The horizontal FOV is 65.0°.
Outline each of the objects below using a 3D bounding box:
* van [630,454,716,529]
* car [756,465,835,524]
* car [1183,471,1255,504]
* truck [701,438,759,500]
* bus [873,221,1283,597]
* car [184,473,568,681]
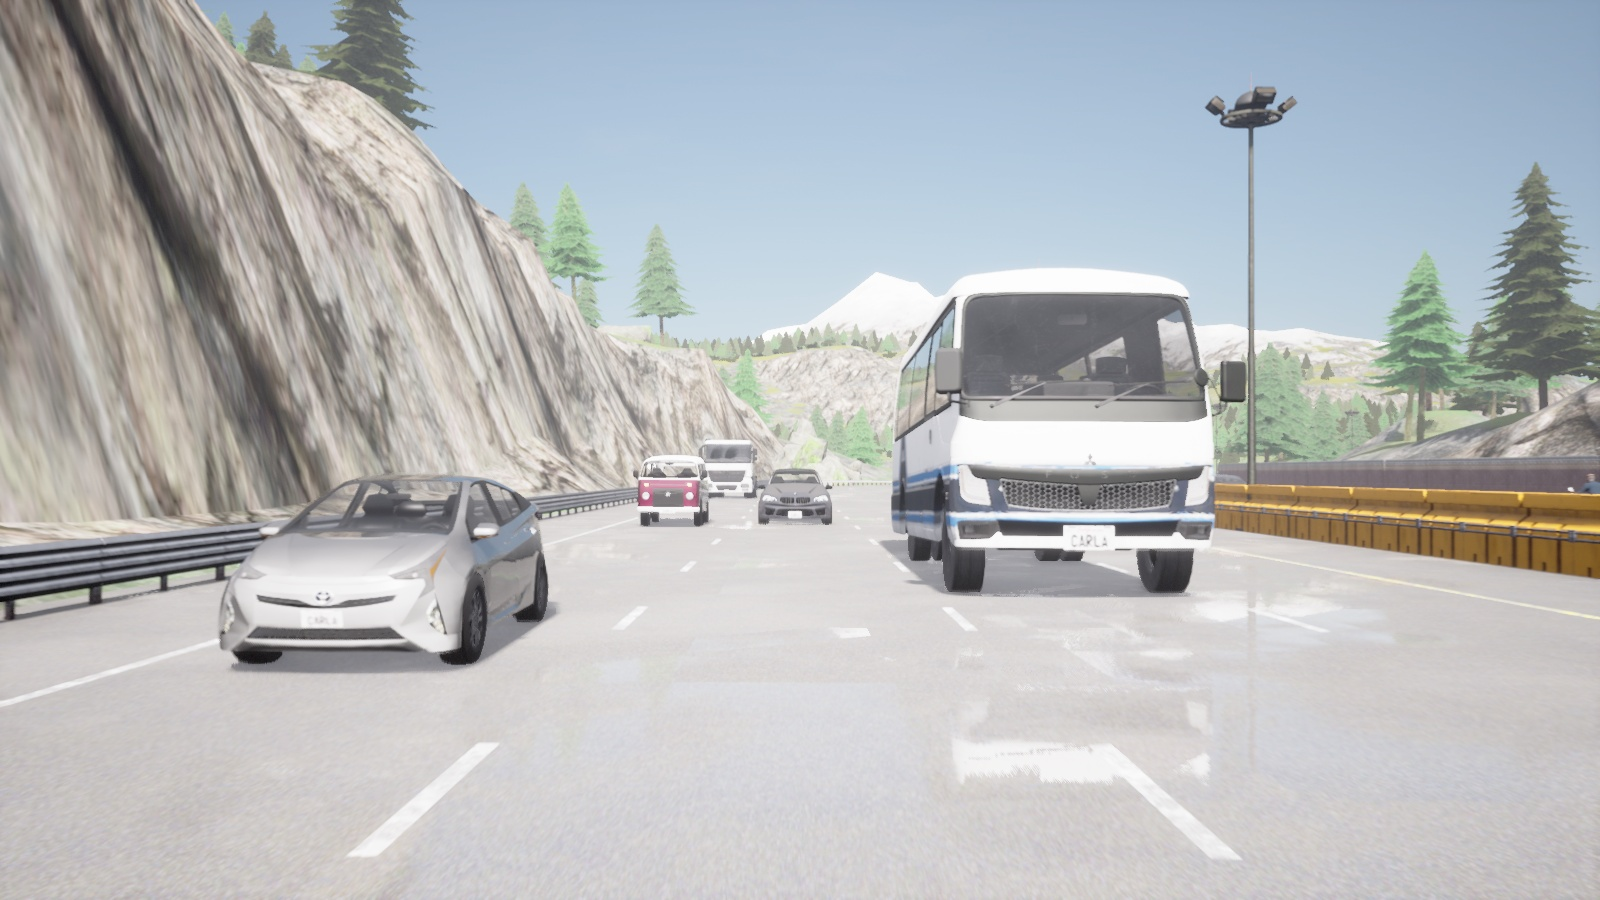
[{"bbox_3d":[-3.628,1.189,36.621,2.069,2.038,4.480,0,-1,0],"label":"van"},{"bbox_3d":[-0.133,1.323,38.143,2.242,1.667,4.611,0,-1,0],"label":"car"},{"bbox_3d":[20.622,1.812,61.977,1.837,1.490,4.892,0,0,-1],"label":"car"},{"bbox_3d":[-4.046,1.140,74.576,2.891,3.462,7.936,0,-1,1],"label":"truck"},{"bbox_3d":[3.430,-0.239,19.353,3.944,4.253,10.273,0,-3,0],"label":"bus"},{"bbox_3d":[-3.536,0.976,11.511,2.007,1.525,4.514,0,-1,0],"label":"car"}]
